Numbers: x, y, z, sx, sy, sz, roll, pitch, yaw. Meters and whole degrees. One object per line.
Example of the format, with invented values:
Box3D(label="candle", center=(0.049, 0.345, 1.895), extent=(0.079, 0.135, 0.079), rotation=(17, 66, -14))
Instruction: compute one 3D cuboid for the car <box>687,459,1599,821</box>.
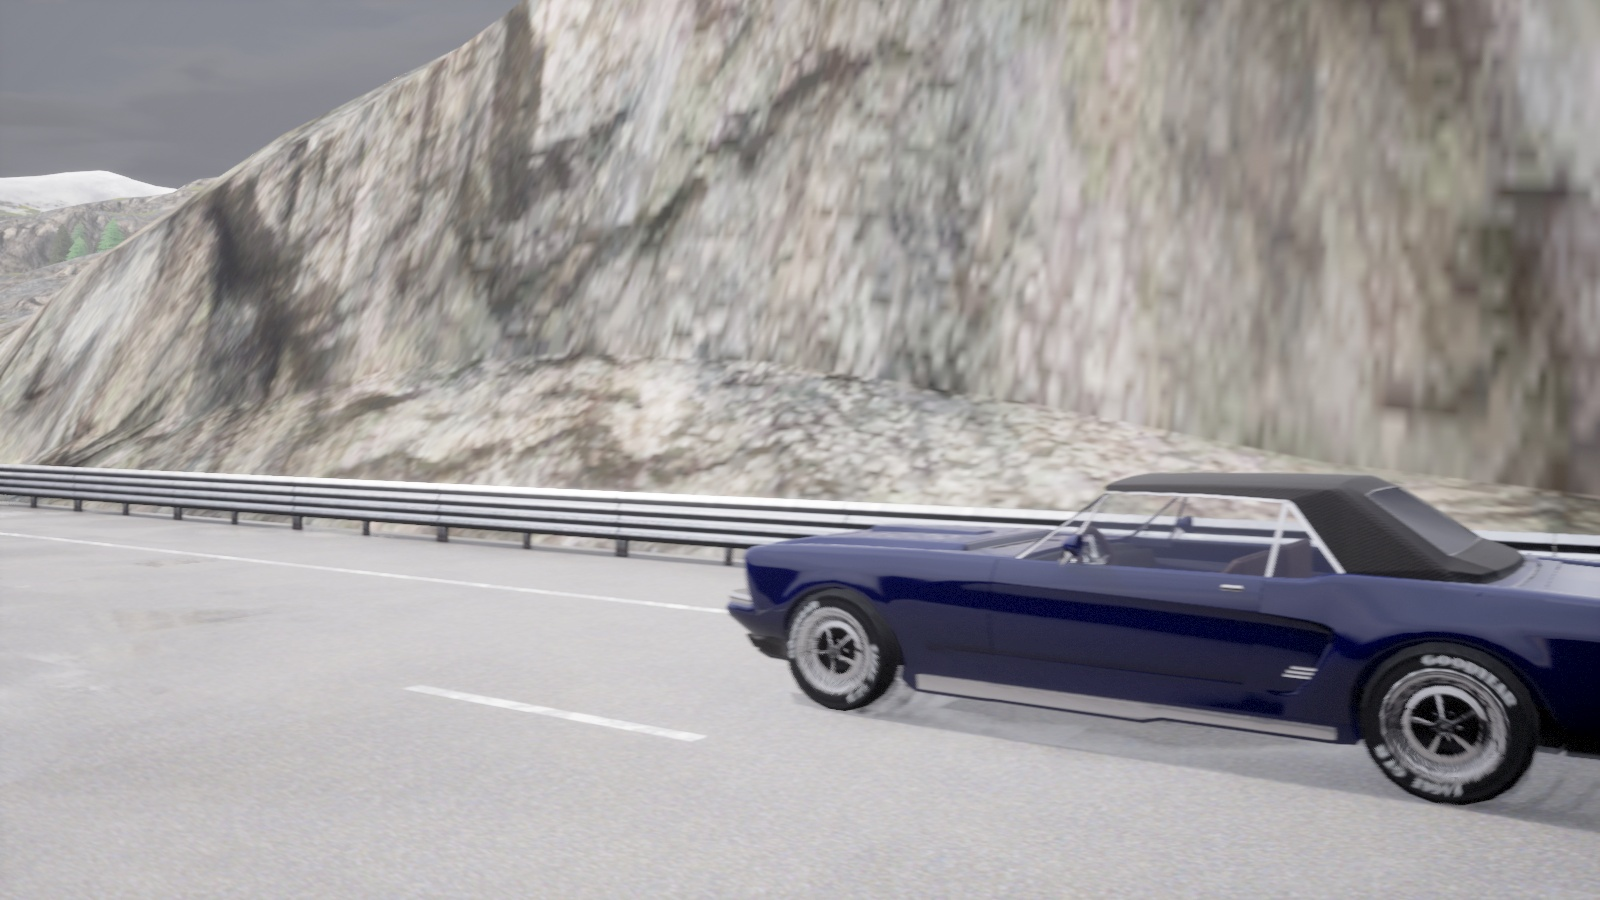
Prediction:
Box3D(label="car", center=(1.855, 0.725, 6.594), extent=(4.718, 1.301, 1.895), rotation=(0, 1, 34))
